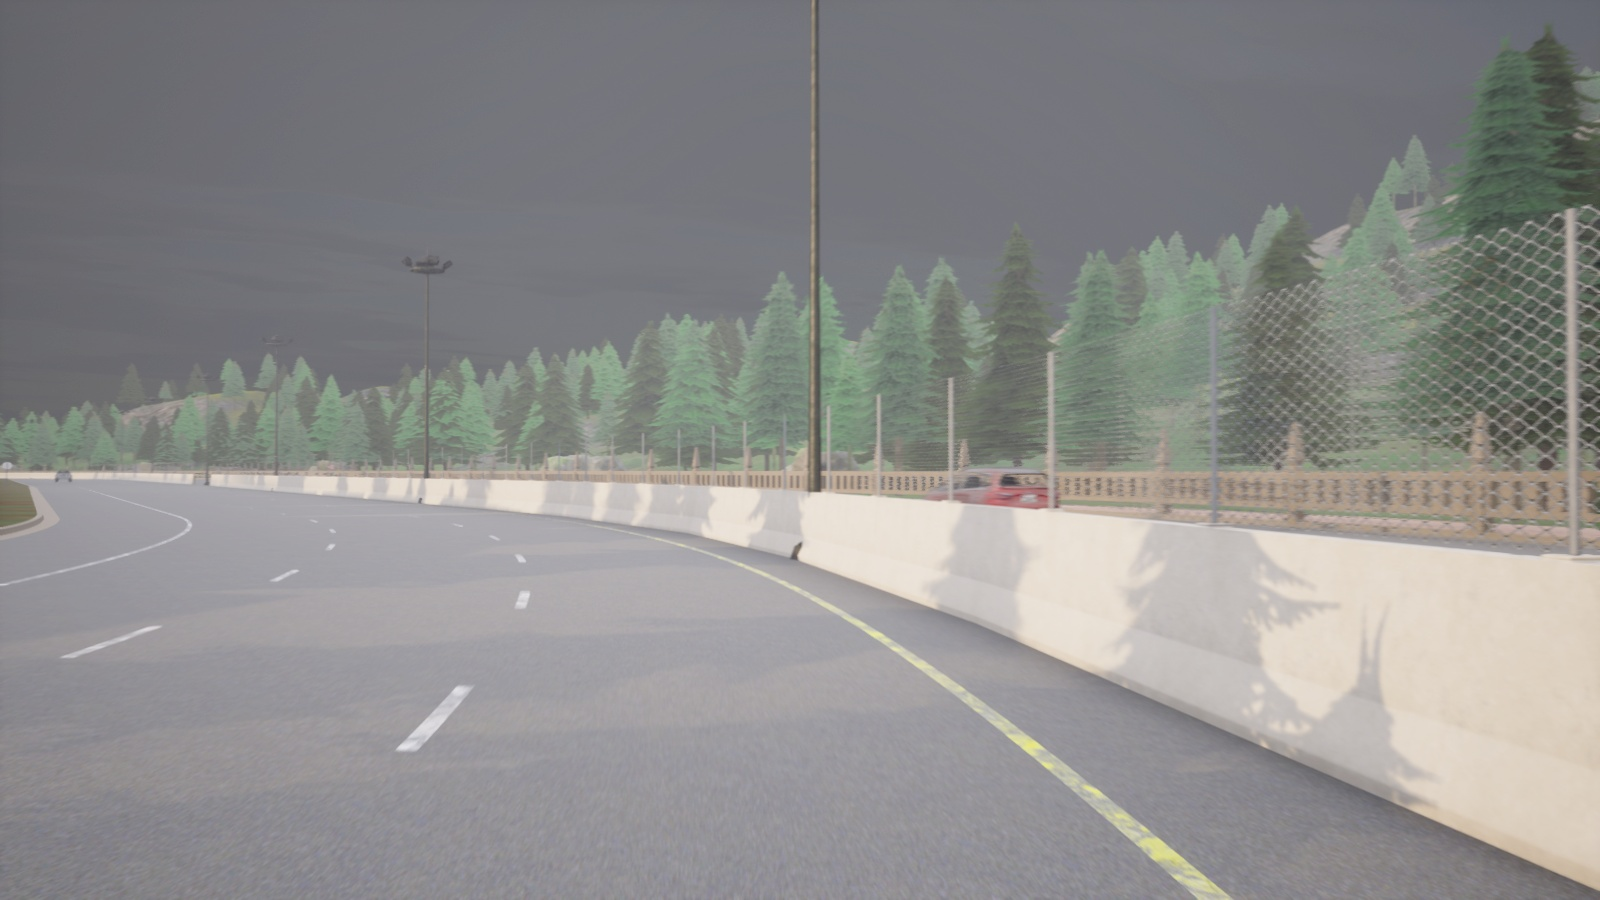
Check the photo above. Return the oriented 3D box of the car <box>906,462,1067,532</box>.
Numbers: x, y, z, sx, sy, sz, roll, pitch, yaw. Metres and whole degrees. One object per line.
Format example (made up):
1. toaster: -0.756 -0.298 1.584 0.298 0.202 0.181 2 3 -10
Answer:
1. car: 4.726 1.165 32.594 2.242 1.667 4.611 0 -1 -19
